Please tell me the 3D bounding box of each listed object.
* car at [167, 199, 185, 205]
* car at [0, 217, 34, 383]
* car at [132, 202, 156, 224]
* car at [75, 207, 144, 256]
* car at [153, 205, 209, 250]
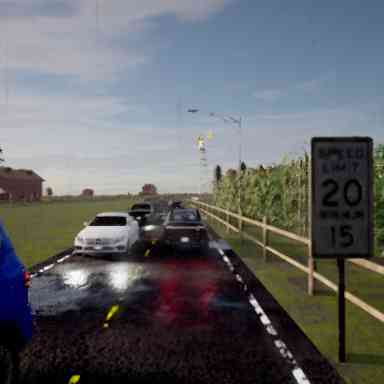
[{"bbox_3d":[-1.852,1.590,39.330,2.128,1.511,4.902,0,0,-5],"label":"car"},{"bbox_3d":[-2.956,1.221,1.649,2.150,2.045,5.566,0,0,1],"label":"car"},{"bbox_3d":[-3.736,1.555,25.083,1.837,1.490,4.892,0,0,-3],"label":"car"},{"bbox_3d":[-3.175,1.545,13.277,1.812,1.442,4.674,0,0,-2],"label":"car"},{"bbox_3d":[-0.319,1.520,14.541,2.128,1.511,4.902,0,0,-2],"label":"car"}]
